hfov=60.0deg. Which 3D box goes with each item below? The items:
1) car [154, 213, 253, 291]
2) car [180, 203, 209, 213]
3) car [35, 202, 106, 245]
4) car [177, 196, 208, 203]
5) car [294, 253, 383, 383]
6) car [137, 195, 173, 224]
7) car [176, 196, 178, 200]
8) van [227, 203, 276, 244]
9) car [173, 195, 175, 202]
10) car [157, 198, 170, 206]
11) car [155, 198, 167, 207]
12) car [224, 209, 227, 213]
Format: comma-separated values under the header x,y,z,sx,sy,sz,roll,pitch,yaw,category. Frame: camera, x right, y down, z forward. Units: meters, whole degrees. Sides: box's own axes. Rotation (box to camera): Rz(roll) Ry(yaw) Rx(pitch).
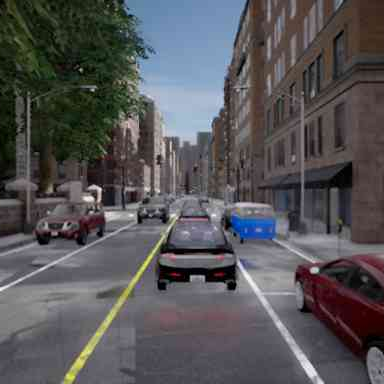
x,y,z,sx,sy,sz,roll,pitch,yaw,category
0.114,1.546,9.115,2.128,1.511,4.902,0,0,0,car
0.128,1.604,19.053,2.128,1.511,4.902,0,0,0,car
-5.645,1.411,16.183,2.192,1.841,5.009,0,0,0,car
0.043,1.514,28.231,2.097,1.767,4.553,0,0,0,car
2.862,1.575,4.887,1.887,1.381,4.507,0,0,0,car
-2.959,1.360,26.564,2.150,2.045,5.566,0,0,0,car
-5.531,2.037,87.123,2.008,1.369,4.403,0,0,0,car
2.880,1.437,16.209,1.690,1.788,3.998,0,0,0,van
-5.548,1.964,76.222,1.887,1.381,4.507,0,0,0,car
-5.566,1.907,65.320,2.008,1.369,4.403,0,0,0,car
-5.575,1.851,59.700,1.752,1.417,4.829,0,0,0,car
2.890,1.694,21.868,1.947,1.339,4.313,0,0,0,car
